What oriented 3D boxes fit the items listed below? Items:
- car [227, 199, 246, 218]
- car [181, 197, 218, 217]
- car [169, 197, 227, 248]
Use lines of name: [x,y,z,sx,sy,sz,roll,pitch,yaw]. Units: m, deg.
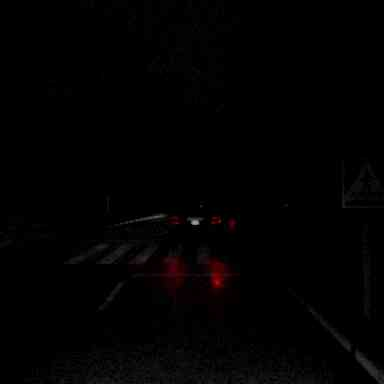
car: [3.668,1.428,31.360,2.097,1.767,4.553,0,0,22]
car: [0.882,1.456,34.062,2.097,1.767,4.553,0,0,26]
car: [0.231,1.254,15.166,2.150,2.045,5.566,0,0,2]
